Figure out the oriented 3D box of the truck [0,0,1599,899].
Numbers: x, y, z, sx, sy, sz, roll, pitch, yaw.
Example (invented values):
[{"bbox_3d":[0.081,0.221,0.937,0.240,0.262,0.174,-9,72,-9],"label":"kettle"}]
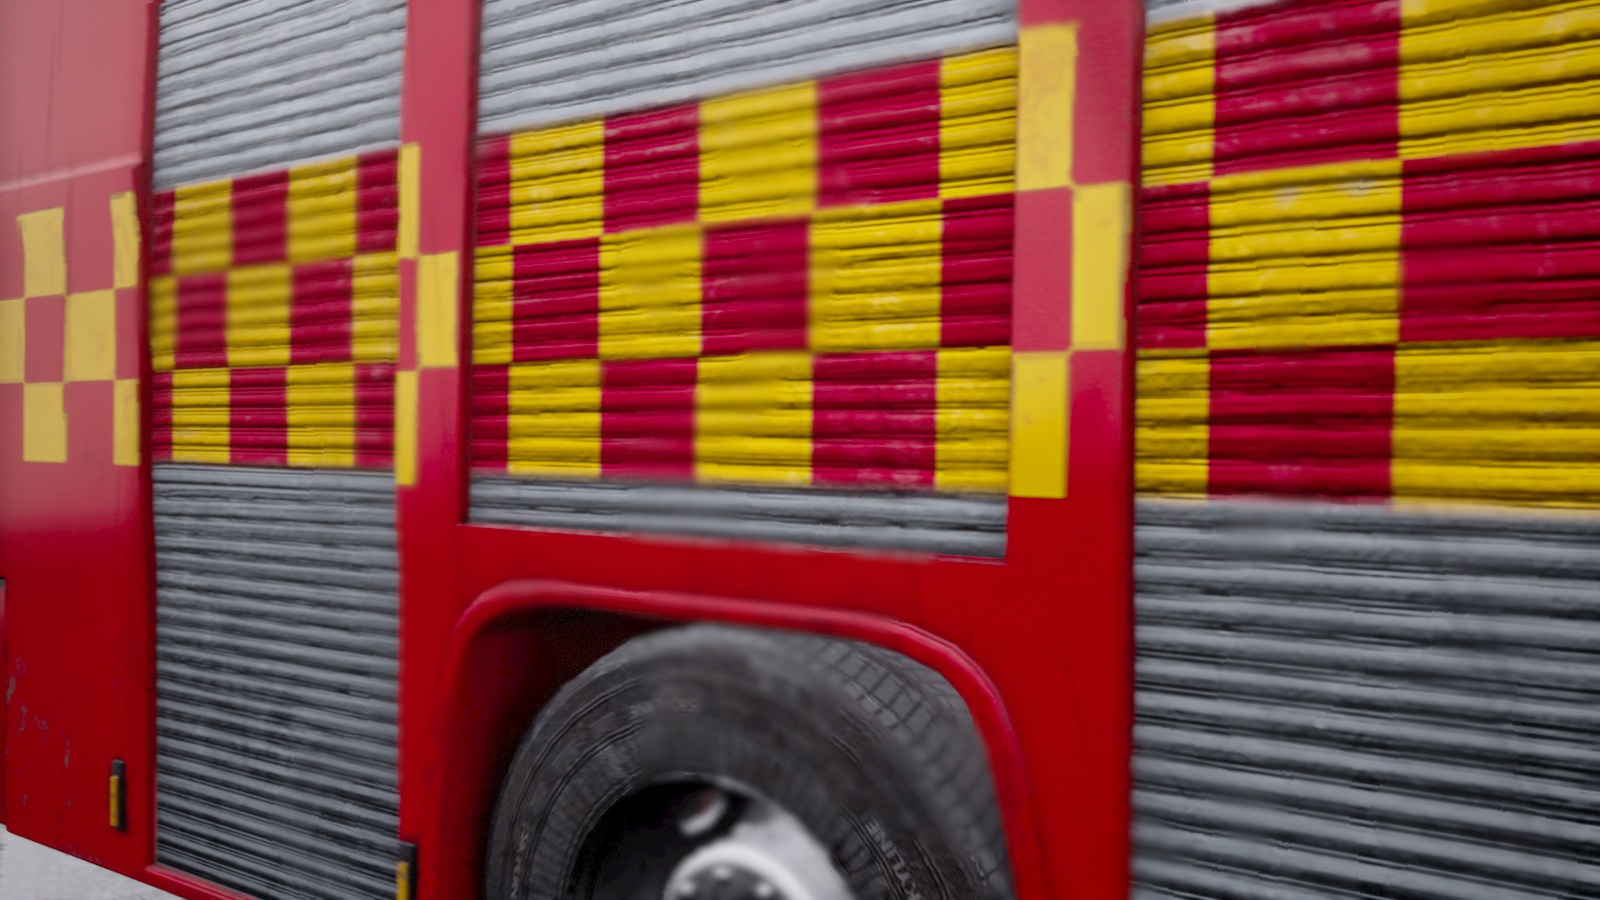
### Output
[{"bbox_3d":[-1.849,-0.462,4.829,8.468,3.827,2.891,0,1,34],"label":"truck"}]
